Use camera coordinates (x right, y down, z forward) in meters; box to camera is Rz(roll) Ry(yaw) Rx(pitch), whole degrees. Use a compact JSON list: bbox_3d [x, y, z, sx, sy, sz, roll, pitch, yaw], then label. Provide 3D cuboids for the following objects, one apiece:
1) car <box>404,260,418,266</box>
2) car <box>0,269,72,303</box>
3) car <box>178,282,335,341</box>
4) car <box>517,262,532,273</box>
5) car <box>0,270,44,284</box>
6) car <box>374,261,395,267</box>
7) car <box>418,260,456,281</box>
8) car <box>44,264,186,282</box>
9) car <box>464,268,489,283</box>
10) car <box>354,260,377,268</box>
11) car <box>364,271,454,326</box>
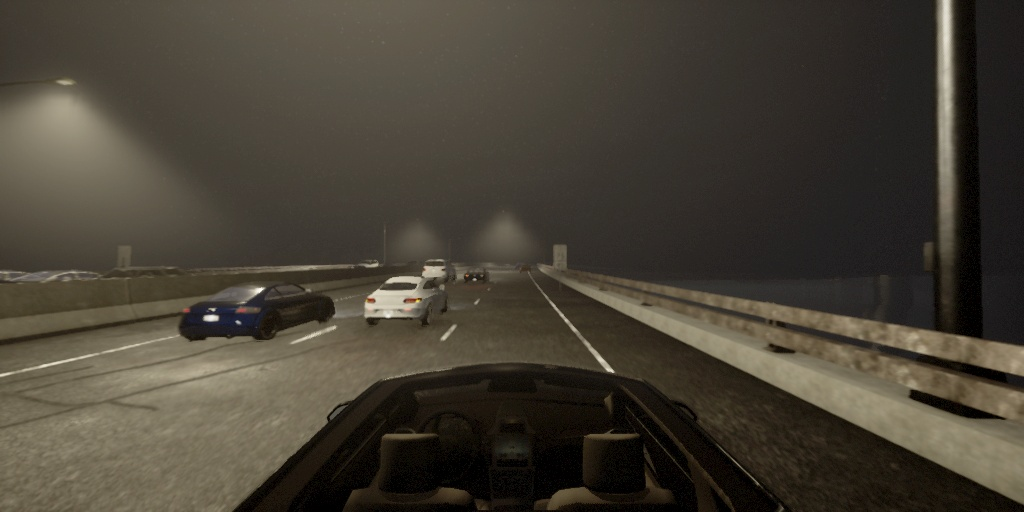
[{"bbox_3d":[-16.499,1.706,60.151,2.150,2.045,5.566,0,-1,3],"label":"car"},{"bbox_3d":[-24.517,1.417,16.635,2.128,1.511,4.902,0,-1,1],"label":"car"},{"bbox_3d":[-6.870,1.413,10.212,1.994,1.385,4.181,0,-1,0],"label":"car"},{"bbox_3d":[2.144,1.890,56.637,1.801,1.575,5.366,0,-1,2],"label":"car"},{"bbox_3d":[-21.019,1.416,16.461,2.128,1.511,4.902,0,-1,1],"label":"car"},{"bbox_3d":[-20.076,1.983,58.119,1.812,1.442,4.674,0,-1,2],"label":"car"},{"bbox_3d":[-6.586,1.352,33.057,2.150,2.045,5.566,0,-1,1],"label":"car"},{"bbox_3d":[-17.518,1.276,16.574,2.097,1.767,4.553,0,-1,1],"label":"car"},{"bbox_3d":[-3.101,1.721,32.274,1.895,1.301,4.718,0,-1,1],"label":"car"},{"bbox_3d":[-23.554,1.683,58.364,2.150,2.045,5.566,0,-1,2],"label":"car"},{"bbox_3d":[-3.357,1.398,12.080,1.812,1.442,4.674,0,-1,0],"label":"car"}]
